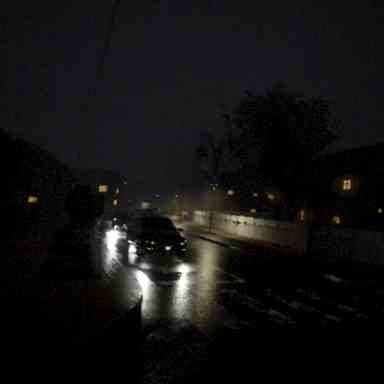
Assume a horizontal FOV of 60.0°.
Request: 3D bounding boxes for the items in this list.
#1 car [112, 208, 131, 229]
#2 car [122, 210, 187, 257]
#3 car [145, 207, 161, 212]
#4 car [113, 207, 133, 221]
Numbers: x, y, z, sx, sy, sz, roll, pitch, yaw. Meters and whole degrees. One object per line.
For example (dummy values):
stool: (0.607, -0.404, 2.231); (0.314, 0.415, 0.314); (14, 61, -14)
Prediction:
car: (-5.328, 2.147, 26.097); (1.895, 1.301, 4.718); (5, -3, -14)
car: (-1.647, 1.803, 14.348); (1.837, 1.490, 4.892); (5, -2, -19)
car: (-6.078, 3.023, 48.961); (1.994, 1.385, 4.181); (5, -2, -4)
car: (-7.761, 2.477, 37.725); (1.895, 1.301, 4.718); (5, -2, -9)
